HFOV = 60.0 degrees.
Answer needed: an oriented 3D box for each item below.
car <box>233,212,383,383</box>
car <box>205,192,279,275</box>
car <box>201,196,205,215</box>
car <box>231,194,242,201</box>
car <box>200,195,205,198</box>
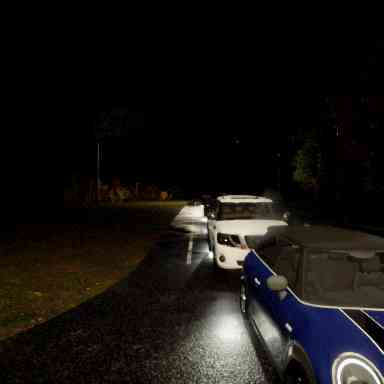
[{"bbox_3d":[1.934,1.338,4.198,2.097,1.767,4.553,0,0,-1],"label":"car"},{"bbox_3d":[1.666,1.160,10.542,2.150,2.045,5.566,0,0,1],"label":"car"},{"bbox_3d":[1.932,1.352,29.031,1.837,1.490,4.892,0,0,1],"label":"car"},{"bbox_3d":[9.564,1.183,71.879,1.994,1.385,4.181,0,0,1],"label":"car"},{"bbox_3d":[2.398,1.196,54.097,1.882,1.535,5.008,0,0,2],"label":"car"}]
